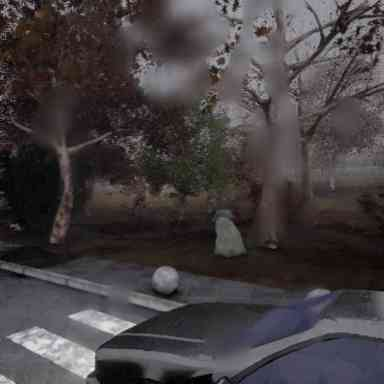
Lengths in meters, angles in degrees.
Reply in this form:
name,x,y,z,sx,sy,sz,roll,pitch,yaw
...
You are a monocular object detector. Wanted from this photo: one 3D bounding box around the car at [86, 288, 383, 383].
name,x,y,z,sx,sy,sz,roll,pitch,yaw
car,1.567,1.547,2.445,5.357,1.411,2.033,0,0,35
